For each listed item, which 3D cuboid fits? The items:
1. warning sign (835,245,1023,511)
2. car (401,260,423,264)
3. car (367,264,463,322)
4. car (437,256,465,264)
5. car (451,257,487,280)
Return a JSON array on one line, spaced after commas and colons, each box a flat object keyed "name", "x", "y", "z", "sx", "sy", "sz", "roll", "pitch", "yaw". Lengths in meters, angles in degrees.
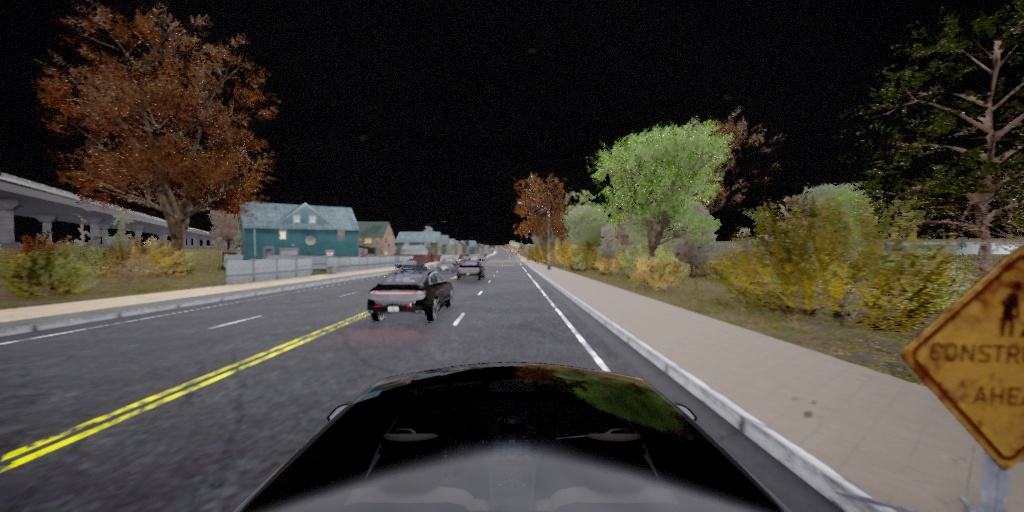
[{"name": "warning sign", "x": 2.850, "y": 0.863, "z": 2.146, "sx": 1.300, "sy": 1.860, "sz": 1.060, "roll": 0, "pitch": 0, "yaw": 0}, {"name": "car", "x": -9.854, "y": 1.094, "z": 35.138, "sx": 2.033, "sy": 1.411, "sz": 5.357, "roll": 0, "pitch": 0, "yaw": 0}, {"name": "car", "x": -3.160, "y": 1.182, "z": 11.987, "sx": 2.128, "sy": 1.511, "sz": 4.902, "roll": 0, "pitch": 0, "yaw": 0}, {"name": "car", "x": -6.600, "y": 1.025, "z": 37.224, "sx": 2.128, "sy": 1.511, "sz": 4.902, "roll": 0, "pitch": 0, "yaw": 0}, {"name": "car", "x": -3.162, "y": 1.080, "z": 28.260, "sx": 2.128, "sy": 1.511, "sz": 4.902, "roll": 0, "pitch": 0, "yaw": 0}]
